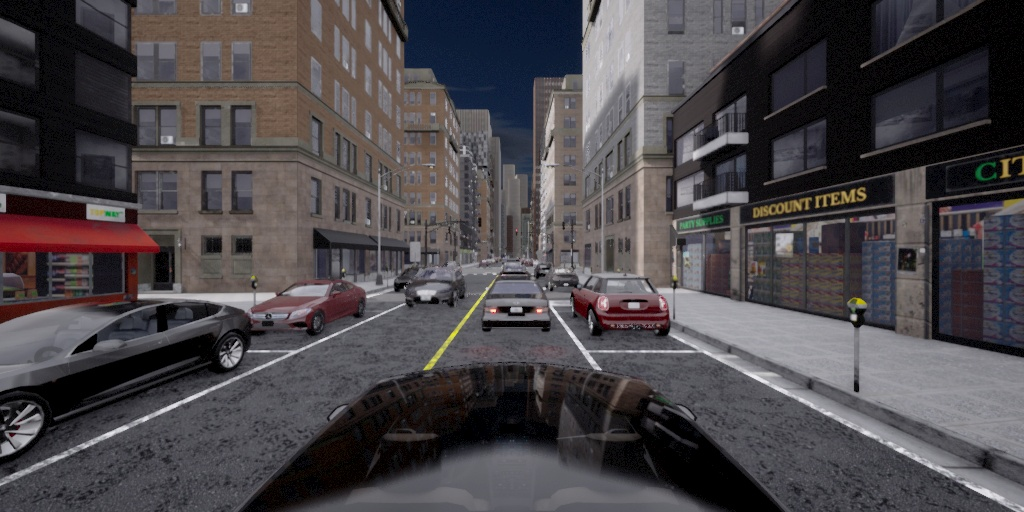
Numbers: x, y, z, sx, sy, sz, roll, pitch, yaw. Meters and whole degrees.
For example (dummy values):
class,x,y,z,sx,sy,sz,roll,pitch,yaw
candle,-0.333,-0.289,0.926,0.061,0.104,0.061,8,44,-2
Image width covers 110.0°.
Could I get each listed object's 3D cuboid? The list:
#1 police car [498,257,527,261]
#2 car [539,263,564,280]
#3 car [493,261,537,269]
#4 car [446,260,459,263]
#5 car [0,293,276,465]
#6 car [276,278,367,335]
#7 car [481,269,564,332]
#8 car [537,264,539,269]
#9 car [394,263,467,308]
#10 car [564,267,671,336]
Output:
class,x,y,z,sx,sy,sz,roll,pitch,yaw
police car,0.074,1.174,31.386,1.930,1.638,5.238,0,0,0
car,2.906,1.299,21.373,2.007,1.370,4.403,0,0,0
car,0.148,1.240,21.367,2.128,1.511,4.902,0,0,0
car,-5.590,1.189,32.399,1.967,1.591,4.097,0,0,0
car,-5.664,1.315,4.892,1.948,1.339,4.313,0,0,0
car,-5.649,1.331,10.394,1.802,1.307,4.207,0,0,0
car,0.118,1.296,10.844,2.033,1.411,5.357,0,0,0
car,2.935,1.315,32.376,1.948,1.339,4.313,0,0,0
car,-3.063,1.240,15.261,2.128,1.511,4.902,0,0,0
car,2.877,1.188,10.371,1.967,1.591,4.097,0,0,0
